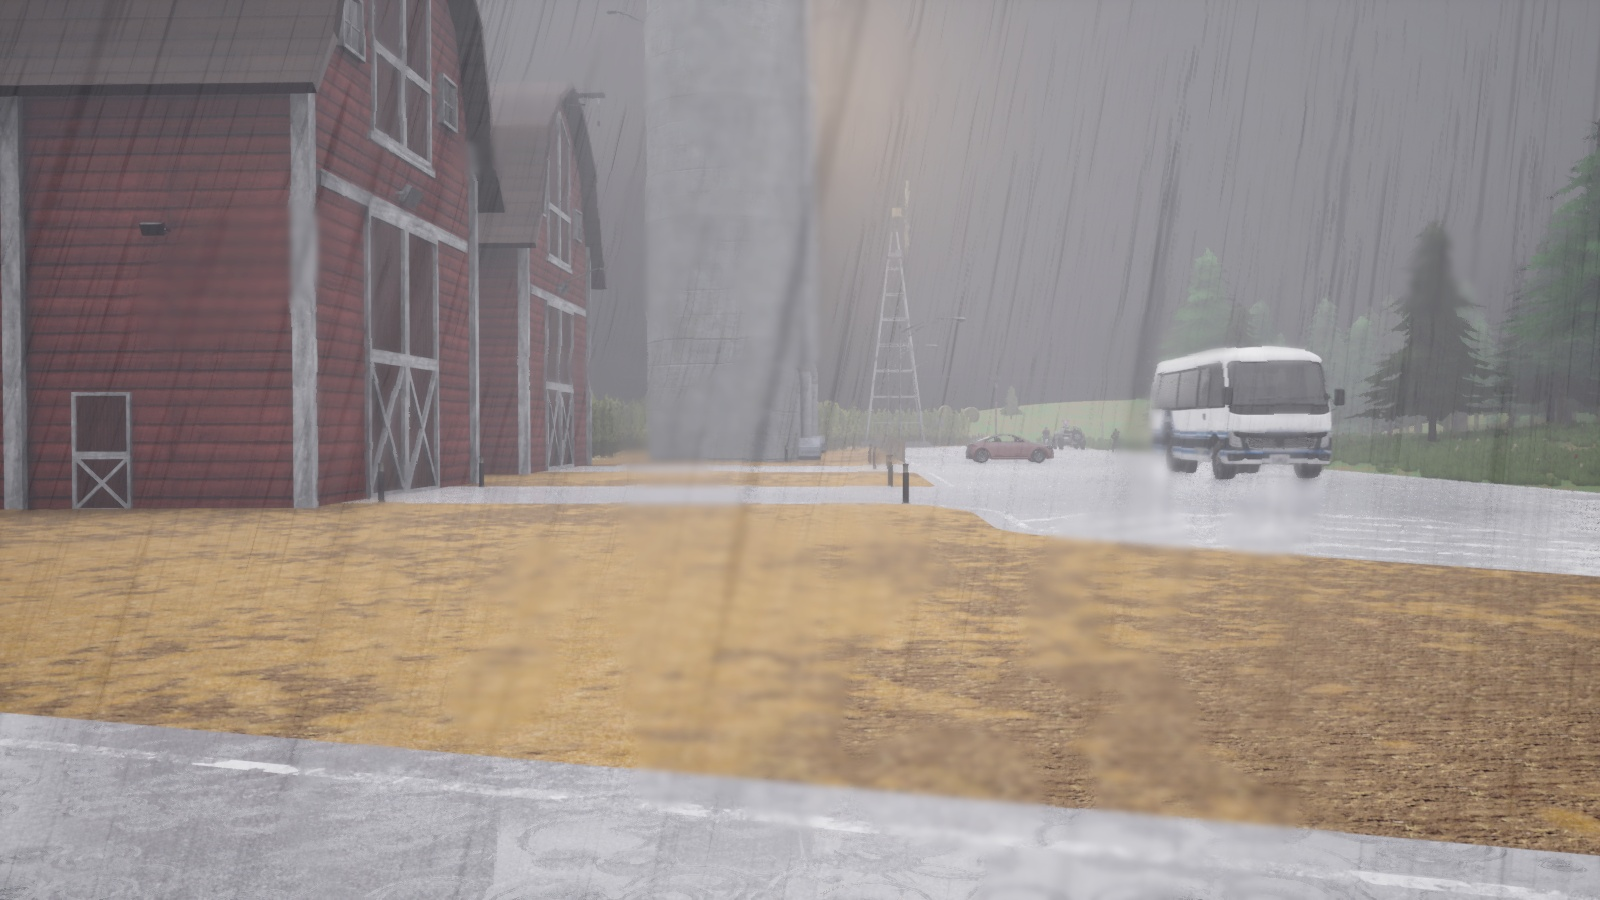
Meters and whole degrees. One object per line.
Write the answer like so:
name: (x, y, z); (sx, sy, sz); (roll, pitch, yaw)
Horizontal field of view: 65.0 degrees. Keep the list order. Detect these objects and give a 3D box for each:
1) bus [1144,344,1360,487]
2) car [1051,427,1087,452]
bus: (14.842, -1.114, 42.505); (3.944, 4.253, 10.273); (0, 1, 2)
car: (20.594, -0.810, 96.359); (1.932, 1.855, 4.605); (0, 1, 2)
